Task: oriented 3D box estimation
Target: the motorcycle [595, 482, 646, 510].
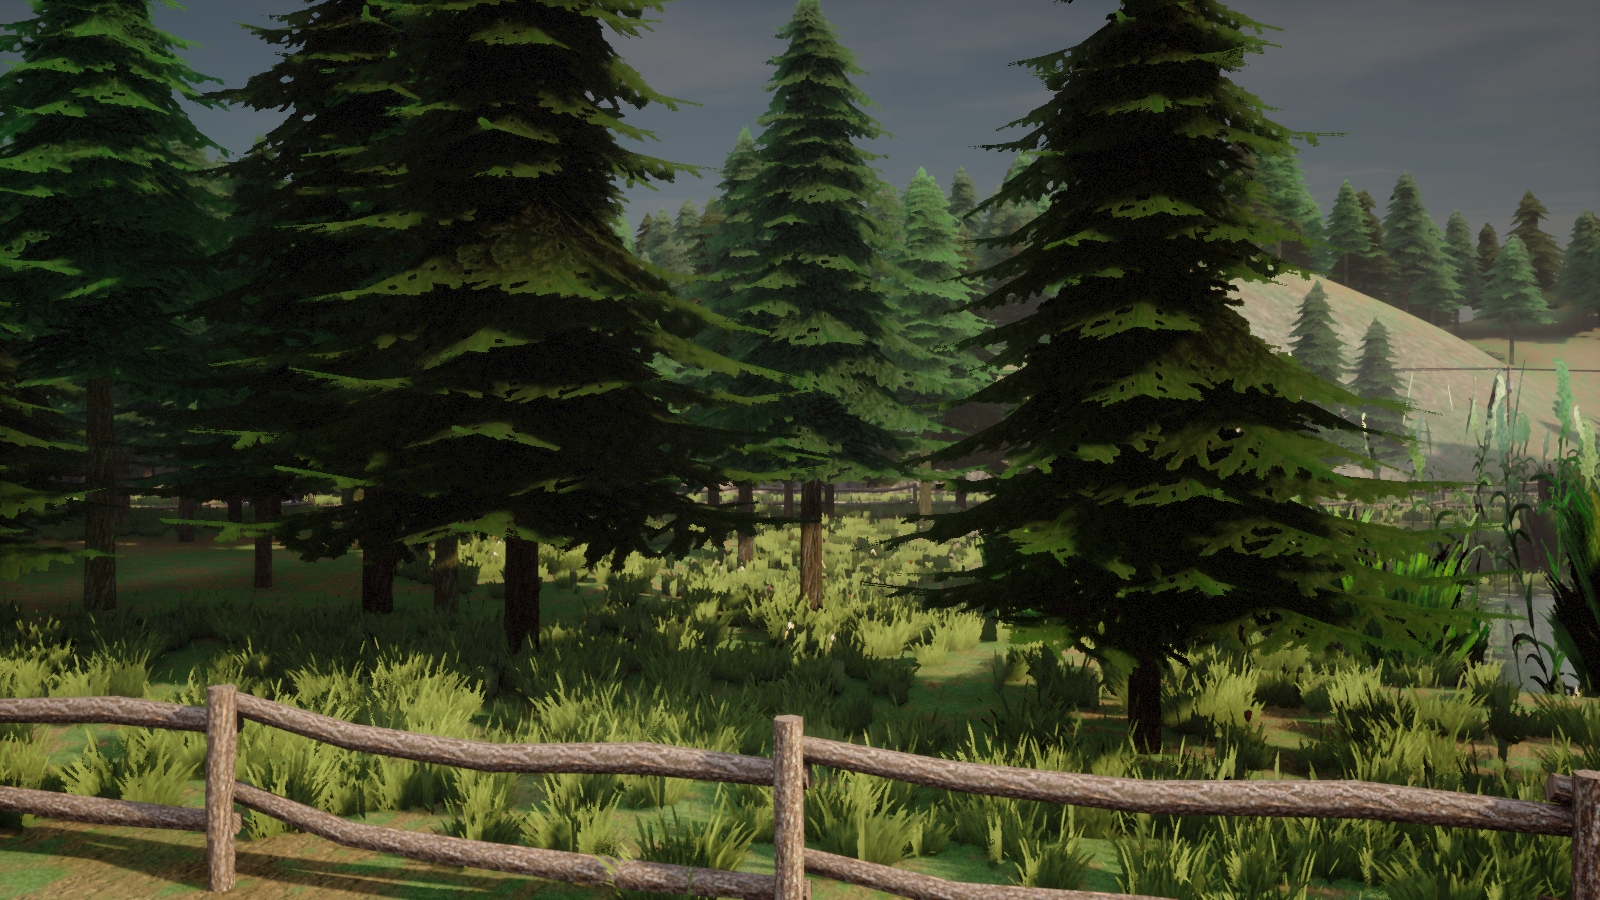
[{"bbox_3d":[-8.486,2.178,54.103,2.209,1.251,0.867,0,0,14],"label":"motorcycle"}]
